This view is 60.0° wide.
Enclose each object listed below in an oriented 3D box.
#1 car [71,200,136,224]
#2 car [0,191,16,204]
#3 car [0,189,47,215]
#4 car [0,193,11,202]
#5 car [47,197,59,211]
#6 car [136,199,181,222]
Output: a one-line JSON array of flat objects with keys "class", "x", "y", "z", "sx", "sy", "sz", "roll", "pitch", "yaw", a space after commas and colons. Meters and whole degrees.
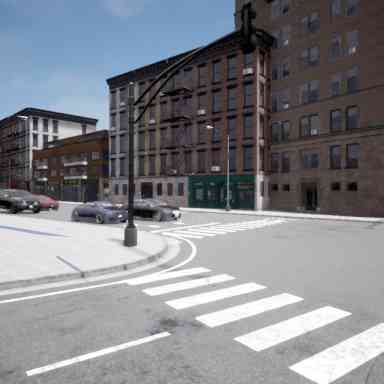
[{"class": "car", "x": -6.013, "y": 1.280, "z": 21.728, "sx": 4.181, "sy": 1.385, "sz": 1.994, "roll": 1, "pitch": 0, "yaw": 37}, {"class": "car", "x": -27.584, "y": 0.785, "z": 48.231, "sx": 4.553, "sy": 1.767, "sz": 2.097, "roll": 1, "pitch": 0, "yaw": 41}, {"class": "car", "x": -15.388, "y": 0.807, "z": 29.125, "sx": 5.566, "sy": 2.045, "sz": 2.150, "roll": 2, "pitch": 1, "yaw": 39}, {"class": "car", "x": -33.139, "y": 0.897, "z": 57.608, "sx": 4.674, "sy": 1.442, "sz": 1.812, "roll": 1, "pitch": 0, "yaw": 43}, {"class": "car", "x": -15.165, "y": 1.063, "z": 33.139, "sx": 5.008, "sy": 1.535, "sz": 1.882, "roll": 1, "pitch": 0, "yaw": 39}, {"class": "car", "x": -2.930, "y": 1.236, "z": 23.452, "sx": 4.902, "sy": 1.511, "sz": 2.128, "roll": 1, "pitch": 0, "yaw": 38}]
